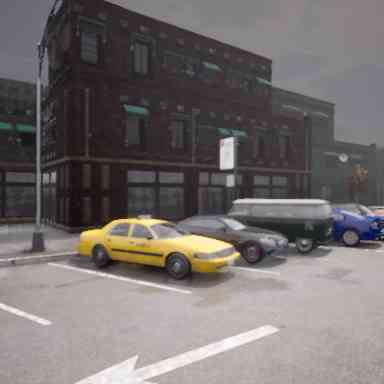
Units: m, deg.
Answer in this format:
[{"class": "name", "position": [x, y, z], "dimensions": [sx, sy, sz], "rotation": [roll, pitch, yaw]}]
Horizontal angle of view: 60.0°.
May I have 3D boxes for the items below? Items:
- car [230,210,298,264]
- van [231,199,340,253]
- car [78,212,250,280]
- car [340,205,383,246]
[{"class": "car", "position": [1.078, 1.543, 11.950], "dimensions": [4.674, 1.452, 2.002], "rotation": [-1, -1, 34]}, {"class": "van", "position": [3.417, 1.285, 13.763], "dimensions": [4.442, 1.987, 1.878], "rotation": [-1, -1, 34]}, {"class": "car", "position": [-1.204, 1.492, 10.085], "dimensions": [5.366, 1.575, 1.946], "rotation": [-1, -1, 34]}, {"class": "car", "position": [5.960, 1.515, 15.443], "dimensions": [5.008, 1.535, 2.097], "rotation": [-1, -1, 34]}]
